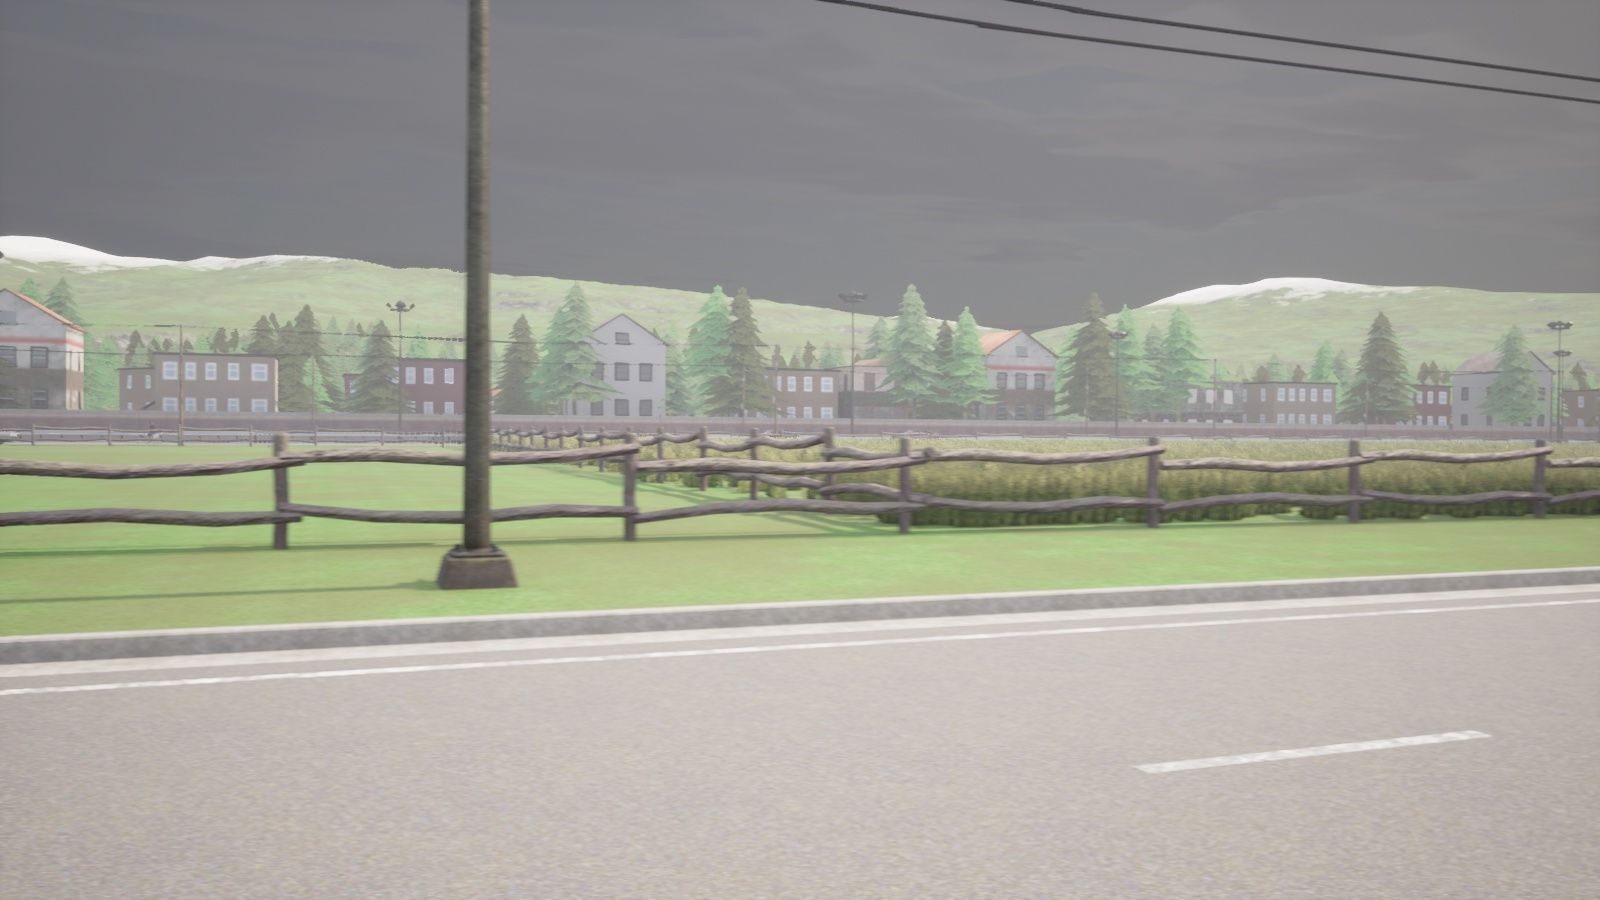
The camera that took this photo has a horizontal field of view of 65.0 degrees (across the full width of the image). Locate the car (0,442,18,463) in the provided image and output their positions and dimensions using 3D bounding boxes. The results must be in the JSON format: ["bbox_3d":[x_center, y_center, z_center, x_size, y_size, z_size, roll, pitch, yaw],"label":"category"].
[{"bbox_3d":[-54.297,0.197,82.442,4.718,1.301,1.895,-1,1,-21],"label":"car"}]
